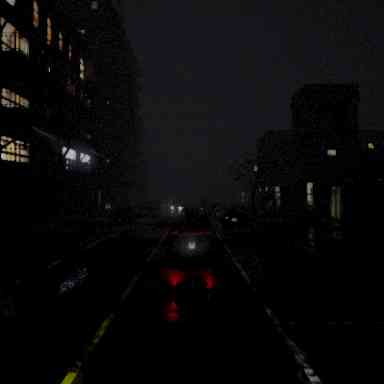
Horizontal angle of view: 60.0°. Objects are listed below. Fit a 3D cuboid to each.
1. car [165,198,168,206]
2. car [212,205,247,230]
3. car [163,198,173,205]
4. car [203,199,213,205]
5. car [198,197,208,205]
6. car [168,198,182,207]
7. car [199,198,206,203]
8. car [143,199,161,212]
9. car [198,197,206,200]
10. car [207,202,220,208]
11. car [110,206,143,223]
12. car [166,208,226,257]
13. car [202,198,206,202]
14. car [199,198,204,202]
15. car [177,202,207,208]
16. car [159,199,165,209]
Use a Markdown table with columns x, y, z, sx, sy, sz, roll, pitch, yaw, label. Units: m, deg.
| x | y | z | sx | sy | sz | roll | pitch | yaw | label |
| --- | --- | --- | --- | --- | --- | --- | --- | --- | --- |
| -5.756 | 2.000 | 56.919 | 1.967 | 1.590 | 4.097 | -1 | -1 | 0 | car |
| 2.659 | 1.791 | 22.834 | 1.947 | 1.339 | 4.313 | -1 | -1 | 0 | car |
| -5.777 | 2.223 | 79.628 | 1.967 | 1.590 | 4.097 | -1 | -1 | 0 | car |
| 2.643 | 1.937 | 39.865 | 1.887 | 1.381 | 4.507 | -1 | -1 | 0 | car |
| 2.602 | 2.098 | 79.608 | 2.192 | 1.841 | 5.009 | -1 | -1 | 0 | car |
| -3.073 | 2.148 | 65.657 | 1.837 | 1.490 | 4.892 | 0 | 0 | 0 | car |
| 2.910 | 2.439 | 95.007 | 1.837 | 1.490 | 4.892 | 0 | -1 | 0 | car |
| -5.743 | 2.030 | 45.563 | 1.802 | 1.307 | 4.206 | -1 | -1 | 0 | car |
| 2.610 | 2.293 | 73.929 | 1.947 | 1.339 | 4.313 | -1 | -1 | 0 | car |
| 2.654 | 1.832 | 28.511 | 2.008 | 1.369 | 4.403 | -1 | -1 | 0 | car |
| -5.728 | 1.847 | 28.532 | 1.947 | 1.339 | 4.313 | -1 | -1 | 0 | car |
| 0.012 | 1.626 | 13.486 | 2.128 | 1.511 | 4.902 | 0 | 0 | 0 | car |
| 2.637 | 1.975 | 45.713 | 1.752 | 1.417 | 4.829 | -1 | -1 | 0 | car |
| 2.626 | 2.125 | 56.897 | 1.947 | 1.339 | 4.313 | -1 | -1 | 0 | car |
| 0.000 | 1.843 | 28.312 | 1.994 | 1.385 | 4.181 | 0 | 0 | 0 | car |
| -5.749 | 2.070 | 51.241 | 1.947 | 1.339 | 4.313 | -1 | -1 | 0 | car |
